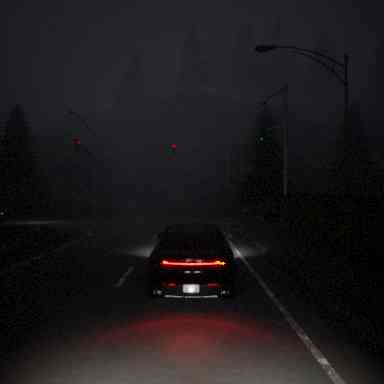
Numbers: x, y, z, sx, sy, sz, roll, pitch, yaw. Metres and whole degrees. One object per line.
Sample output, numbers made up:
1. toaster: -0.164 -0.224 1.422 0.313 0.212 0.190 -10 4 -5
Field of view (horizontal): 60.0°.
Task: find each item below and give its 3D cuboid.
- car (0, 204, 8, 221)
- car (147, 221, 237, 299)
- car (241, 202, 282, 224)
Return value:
1. car: -16.441 1.221 24.093 5.566 2.045 2.150 0 0 1
2. car: 0.026 1.505 8.458 1.837 1.490 4.892 0 0 1
3. car: 6.037 1.491 23.882 4.902 1.511 2.128 0 0 1
